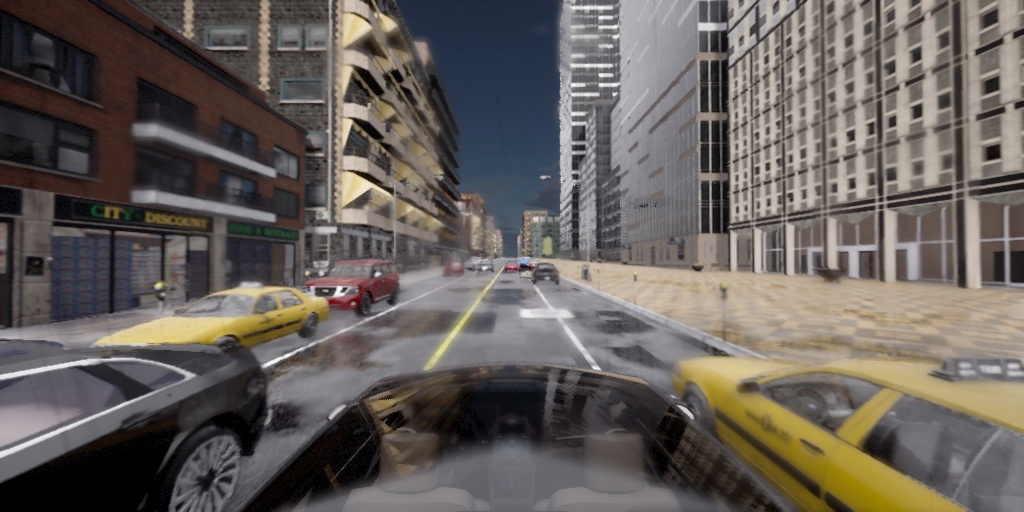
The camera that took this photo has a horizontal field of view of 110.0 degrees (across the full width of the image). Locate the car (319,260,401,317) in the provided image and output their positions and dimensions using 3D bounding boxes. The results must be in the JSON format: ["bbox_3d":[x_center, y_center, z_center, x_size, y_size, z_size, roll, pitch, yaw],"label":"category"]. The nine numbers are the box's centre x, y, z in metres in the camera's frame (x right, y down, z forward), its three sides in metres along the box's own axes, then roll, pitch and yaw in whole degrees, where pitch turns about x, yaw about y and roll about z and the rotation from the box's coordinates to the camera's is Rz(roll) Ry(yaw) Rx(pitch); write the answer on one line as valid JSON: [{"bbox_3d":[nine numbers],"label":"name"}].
[{"bbox_3d":[-5.685,1.063,13.302,2.192,1.841,5.009,0,0,0],"label":"car"}]

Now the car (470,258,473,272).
[{"bbox_3d":[-5.673,1.313,46.719,1.948,1.339,4.313,0,0,0],"label":"car"}]

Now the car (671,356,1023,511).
[{"bbox_3d":[2.691,1.275,2.329,1.751,1.417,4.829,0,0,0],"label":"car"}]

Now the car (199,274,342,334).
[{"bbox_3d":[-5.687,1.275,7.562,1.751,1.417,4.829,0,0,0],"label":"car"}]

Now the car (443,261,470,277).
[{"bbox_3d":[-5.677,1.292,35.580,1.888,1.381,4.507,0,0,0],"label":"car"}]

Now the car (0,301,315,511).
[{"bbox_3d":[-3.100,1.242,1.213,2.128,1.511,4.902,0,0,0],"label":"car"}]

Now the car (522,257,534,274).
[{"bbox_3d":[2.708,1.186,46.715,1.967,1.591,4.097,0,0,0],"label":"car"}]

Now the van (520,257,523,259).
[{"bbox_3d":[2.714,1.089,63.425,1.690,1.789,3.998,0,0,0],"label":"van"}]

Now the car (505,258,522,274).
[{"bbox_3d":[0.039,1.310,47.605,1.994,1.385,4.181,0,0,1],"label":"car"}]

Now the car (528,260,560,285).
[{"bbox_3d":[2.363,1.252,26.120,1.837,1.490,4.892,0,0,0],"label":"car"}]

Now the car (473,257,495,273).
[{"bbox_3d":[-3.064,1.238,42.755,2.128,1.511,4.902,0,0,0],"label":"car"}]
